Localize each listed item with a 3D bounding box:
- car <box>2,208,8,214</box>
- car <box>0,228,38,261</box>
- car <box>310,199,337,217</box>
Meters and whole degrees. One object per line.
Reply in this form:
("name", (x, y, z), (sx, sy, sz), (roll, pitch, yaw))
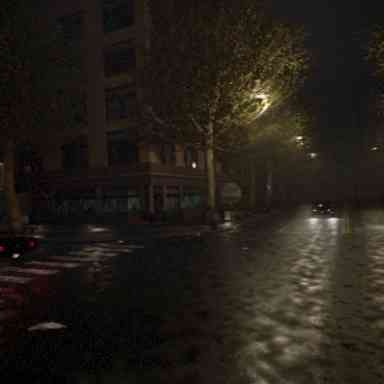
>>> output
("car", (-33.664, 3.504, 57.675), (1.895, 1.301, 4.718), (-2, -1, 25))
("car", (-8.331, 2.053, 12.516), (4.718, 1.301, 1.895), (-2, -1, 18))
("car", (11.757, 1.404, 29.768), (1.837, 1.490, 4.892), (-2, 0, 25))
